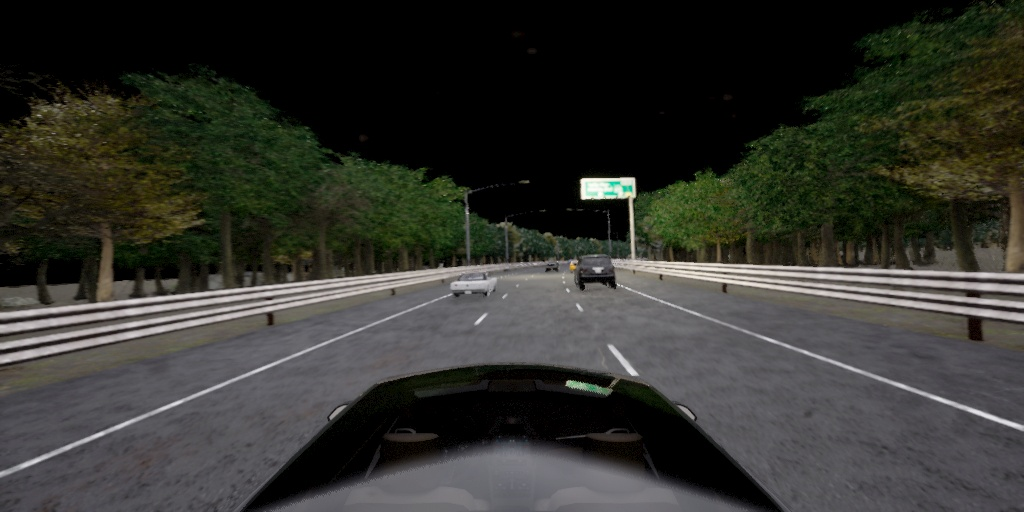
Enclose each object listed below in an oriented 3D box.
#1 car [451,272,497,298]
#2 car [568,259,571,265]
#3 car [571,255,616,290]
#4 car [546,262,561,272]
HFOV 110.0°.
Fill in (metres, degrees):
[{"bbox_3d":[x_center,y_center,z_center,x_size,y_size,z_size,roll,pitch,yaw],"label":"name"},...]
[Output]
[{"bbox_3d":[-2.041,1.600,20.772,1.895,1.301,4.718,-2,-1,6],"label":"car"},{"bbox_3d":[8.943,1.393,48.830,1.882,1.535,5.008,-3,-1,10],"label":"car"},{"bbox_3d":[5.230,0.975,23.063,2.150,2.045,5.566,-2,-1,7],"label":"car"},{"bbox_3d":[6.020,1.591,52.454,1.837,1.490,4.892,-3,-1,11],"label":"car"}]
